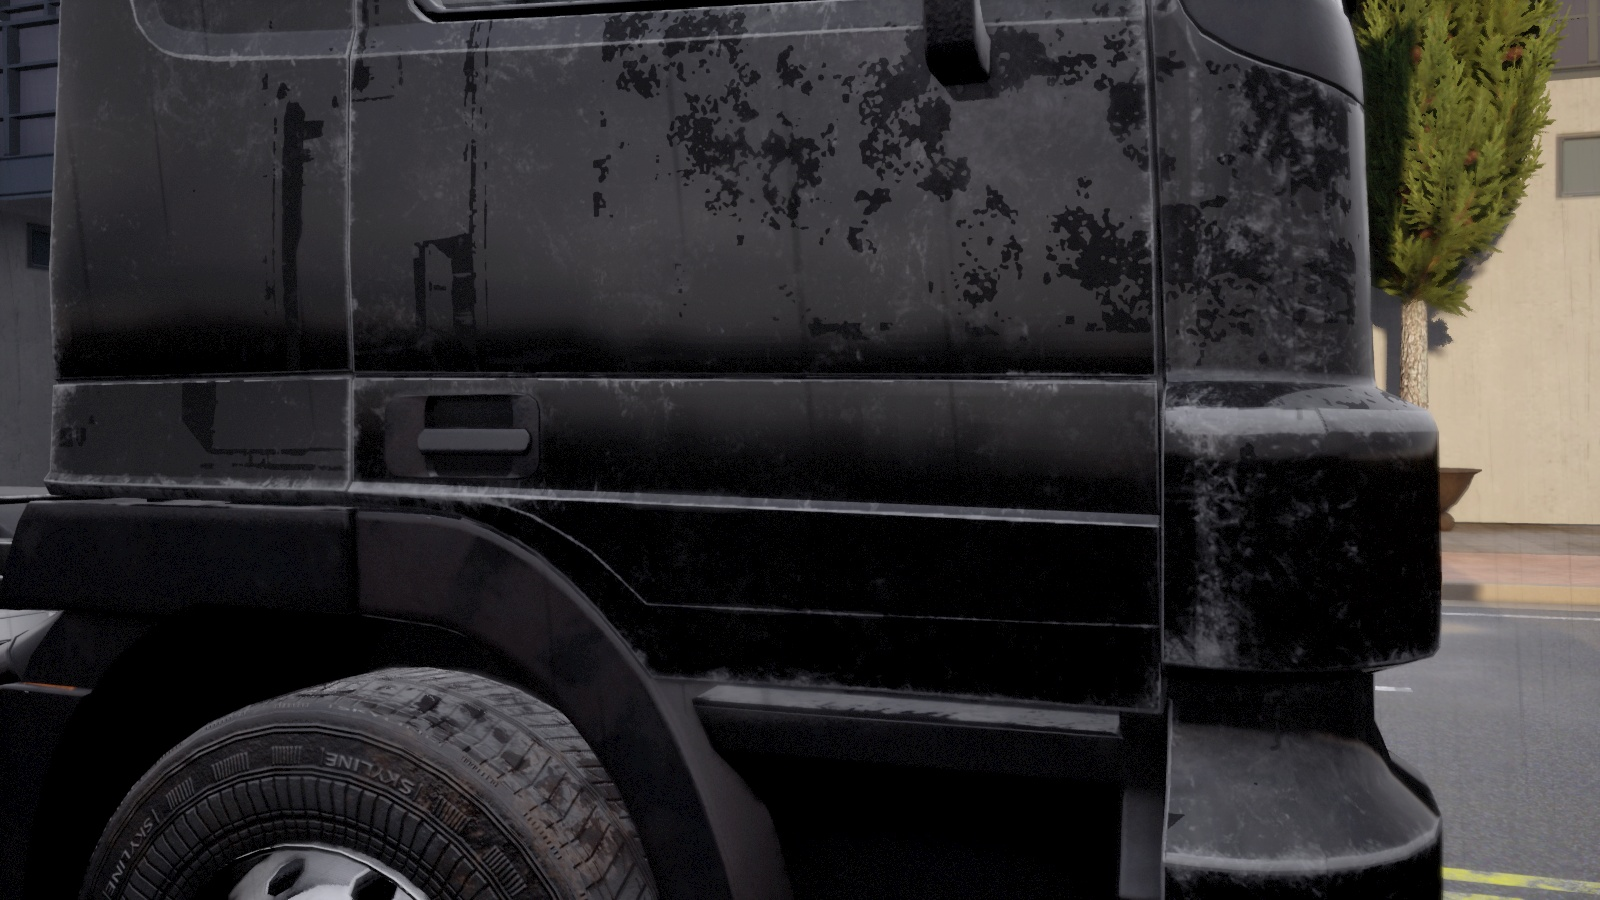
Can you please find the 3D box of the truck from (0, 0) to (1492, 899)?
[{"bbox_3d":[-2.510,-0.230,4.057,7.936,3.462,2.891,1,1,19],"label":"truck"}]
